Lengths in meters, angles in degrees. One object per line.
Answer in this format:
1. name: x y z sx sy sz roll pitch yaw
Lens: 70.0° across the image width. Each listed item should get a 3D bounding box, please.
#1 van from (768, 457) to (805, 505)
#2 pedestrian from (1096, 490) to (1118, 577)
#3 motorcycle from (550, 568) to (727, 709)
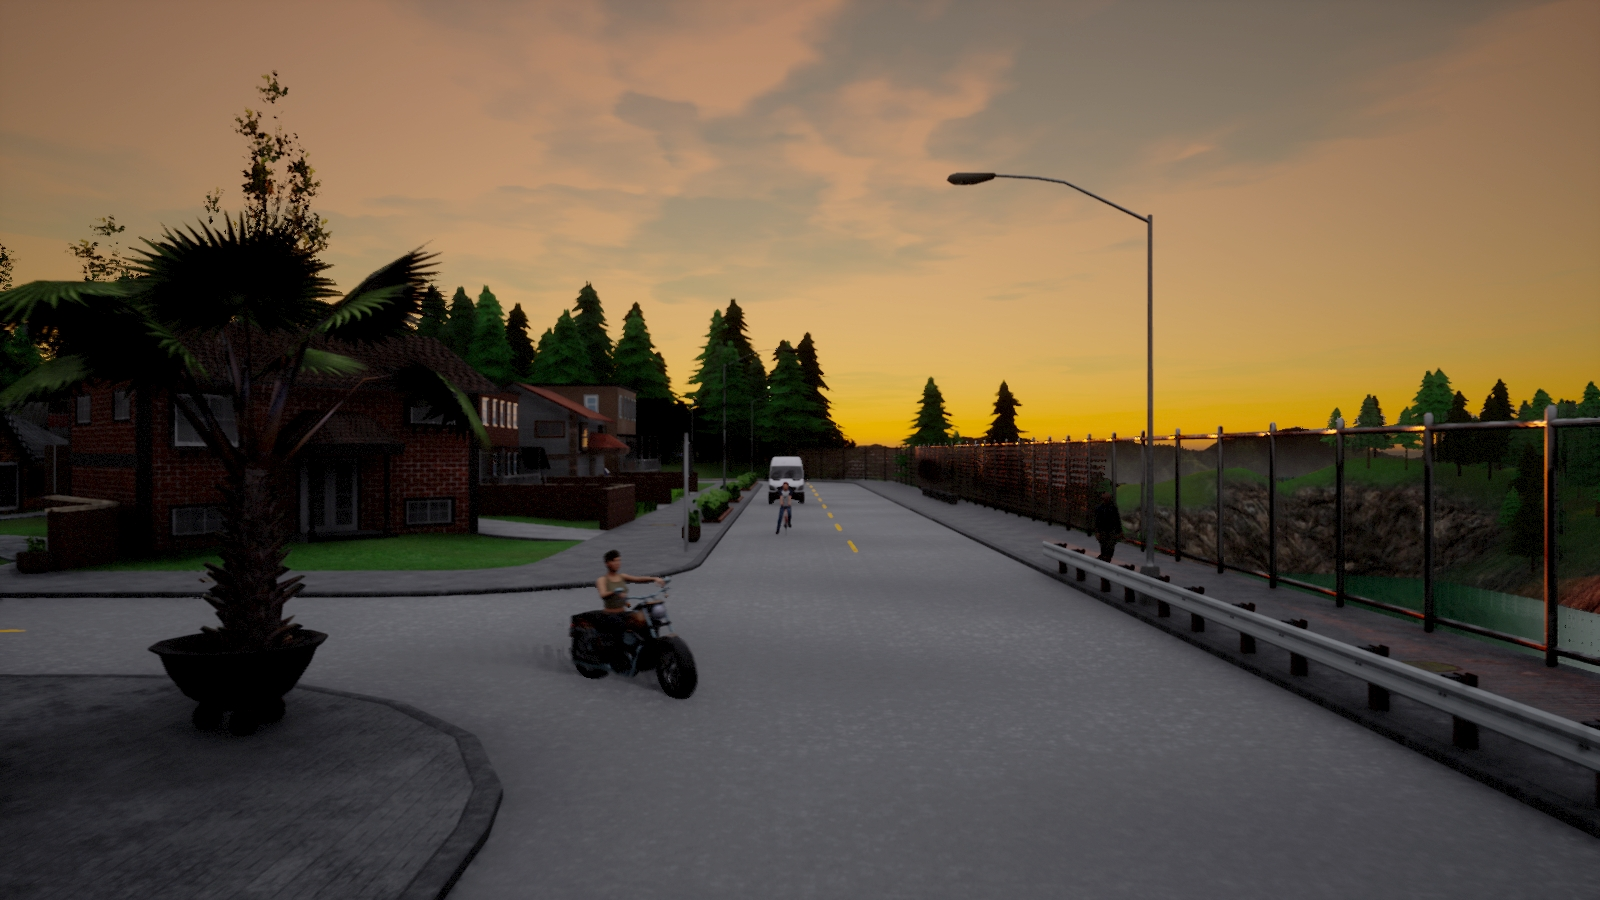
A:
1. van: -0.749 1.656 63.435 1.988 2.561 5.915 0 0 -1
2. pedestrian: 6.657 1.795 24.767 0.375 1.860 0.375 0 0 -2
3. motorcycle: -1.967 2.184 13.640 2.356 1.307 0.764 0 2 44
